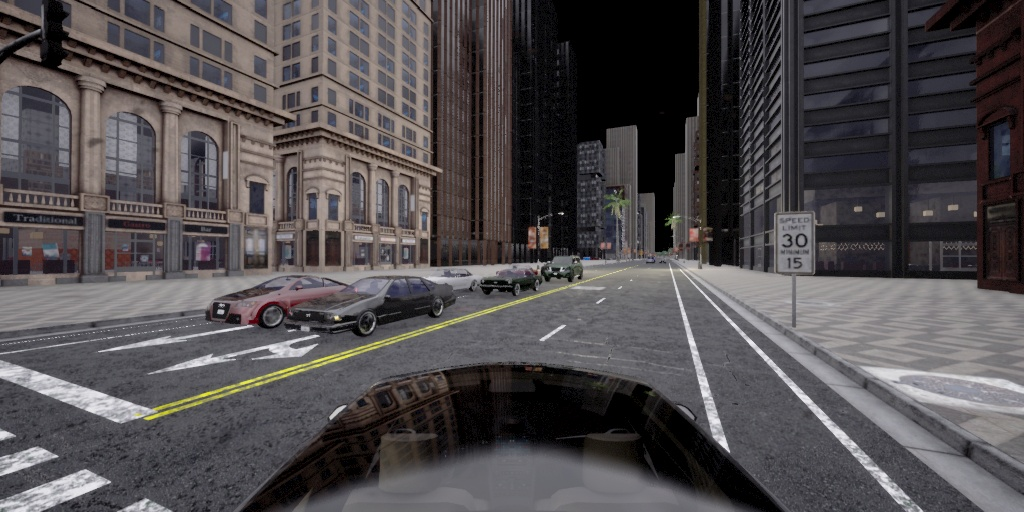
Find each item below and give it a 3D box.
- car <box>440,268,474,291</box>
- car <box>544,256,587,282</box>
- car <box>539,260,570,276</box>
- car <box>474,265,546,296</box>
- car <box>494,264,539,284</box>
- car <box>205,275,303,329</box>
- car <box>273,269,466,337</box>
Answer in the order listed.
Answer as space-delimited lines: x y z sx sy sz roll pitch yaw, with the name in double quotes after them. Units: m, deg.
-3.512 1.357 19.454 1.895 1.301 4.718 0 0 23 "car"
4.330 0.987 29.367 2.150 2.045 5.566 0 0 23 "car"
4.541 1.251 37.944 1.882 1.535 5.008 0 0 24 "car"
0.074 1.358 19.554 1.895 1.301 4.718 0 0 24 "car"
0.449 1.364 28.594 1.895 1.301 4.718 0 0 24 "car"
-6.990 1.316 11.413 1.994 1.385 4.181 0 0 24 "car"
-3.738 1.299 10.755 2.033 1.411 5.357 0 0 23 "car"
